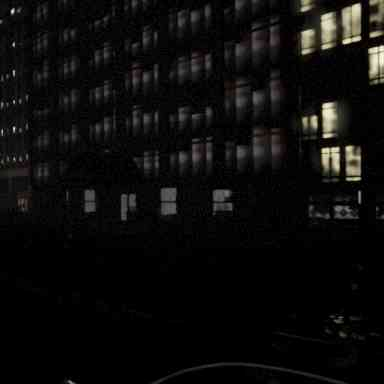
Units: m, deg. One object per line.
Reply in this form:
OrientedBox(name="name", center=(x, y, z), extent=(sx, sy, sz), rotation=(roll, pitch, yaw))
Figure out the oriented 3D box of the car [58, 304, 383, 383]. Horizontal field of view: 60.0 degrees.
OrientedBox(name="car", center=(0.796, 1.557, 2.311), extent=(4.403, 1.369, 2.008), rotation=(-1, -1, 35))
